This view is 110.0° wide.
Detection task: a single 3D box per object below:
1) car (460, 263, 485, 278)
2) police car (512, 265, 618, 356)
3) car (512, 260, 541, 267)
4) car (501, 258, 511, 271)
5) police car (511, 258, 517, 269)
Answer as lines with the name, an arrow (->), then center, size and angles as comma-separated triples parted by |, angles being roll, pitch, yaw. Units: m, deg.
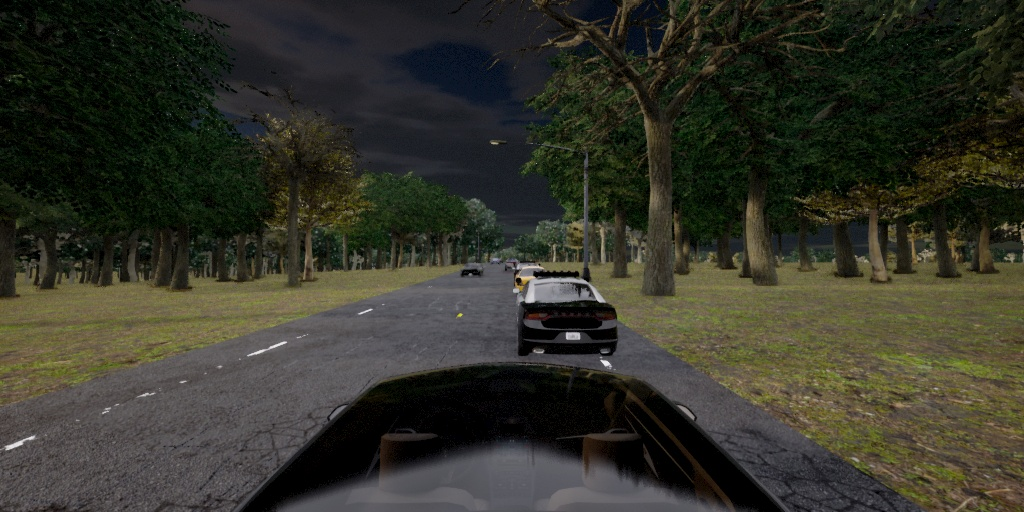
car -> -3.588, 1.297, 33.137 | 1.895, 1.301, 4.718 | 0, 0, 0
police car -> 1.054, 1.174, 8.767 | 1.930, 1.638, 5.238 | 0, 0, 0
car -> 1.057, 1.192, 18.850 | 1.801, 1.575, 5.366 | 0, 0, 0
car -> 0.037, 1.130, 45.977 | 2.128, 1.511, 4.902 | 0, 0, 1
police car -> 1.060, 1.148, 24.770 | 1.930, 1.638, 5.238 | 0, 0, 0
